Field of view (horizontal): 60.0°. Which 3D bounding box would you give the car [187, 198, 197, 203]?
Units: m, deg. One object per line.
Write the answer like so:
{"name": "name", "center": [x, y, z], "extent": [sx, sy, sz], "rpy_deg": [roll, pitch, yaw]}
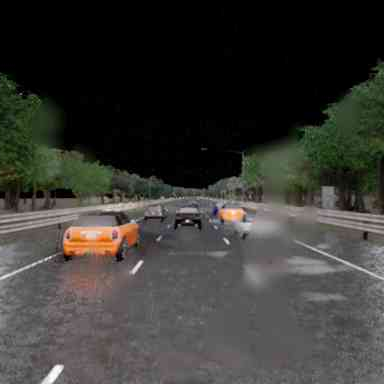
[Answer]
{"name": "car", "center": [0.071, 2.395, 63.077], "extent": [1.837, 1.490, 4.892], "rpy_deg": [0, -1, 0]}

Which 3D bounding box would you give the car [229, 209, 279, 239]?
{"name": "car", "center": [3.495, 1.873, 19.049], "extent": [1.895, 1.301, 4.718], "rpy_deg": [0, -1, 0]}

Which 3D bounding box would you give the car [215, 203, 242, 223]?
{"name": "car", "center": [3.493, 1.778, 29.991], "extent": [2.097, 1.767, 4.553], "rpy_deg": [0, -1, 0]}

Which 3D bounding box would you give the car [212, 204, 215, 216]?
{"name": "car", "center": [3.490, 2.059, 41.019], "extent": [1.882, 1.535, 5.008], "rpy_deg": [0, -1, 0]}

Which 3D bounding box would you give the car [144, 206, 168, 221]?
{"name": "car", "center": [-3.409, 1.999, 31.828], "extent": [2.033, 1.411, 5.357], "rpy_deg": [0, -1, 0]}

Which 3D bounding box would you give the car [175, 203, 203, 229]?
{"name": "car", "center": [-0.214, 1.831, 24.862], "extent": [1.882, 1.535, 5.008], "rpy_deg": [0, -1, 1]}

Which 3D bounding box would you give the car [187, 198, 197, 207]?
{"name": "car", "center": [-0.019, 2.303, 76.786], "extent": [2.150, 2.045, 5.566], "rpy_deg": [0, -1, 0]}

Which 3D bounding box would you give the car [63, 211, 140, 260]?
{"name": "car", "center": [-3.403, 1.543, 13.342], "extent": [2.097, 1.767, 4.553], "rpy_deg": [0, -1, 0]}
